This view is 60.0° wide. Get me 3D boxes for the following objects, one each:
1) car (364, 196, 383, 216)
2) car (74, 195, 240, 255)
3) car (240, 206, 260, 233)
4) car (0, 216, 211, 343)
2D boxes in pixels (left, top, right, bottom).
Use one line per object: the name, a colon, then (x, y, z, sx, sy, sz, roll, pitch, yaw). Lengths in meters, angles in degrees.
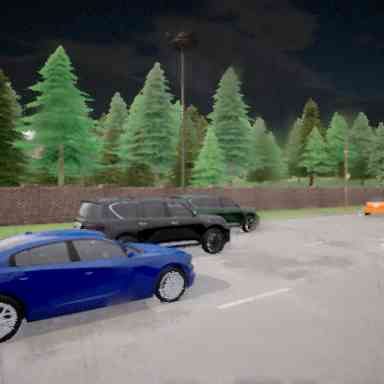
car: (16.949, 1.160, 28.768, 4.553, 1.767, 2.097, 0, 0, -36)
car: (-1.234, 1.186, 11.471, 5.566, 2.045, 2.150, 0, 0, -36)
car: (1.048, 1.153, 17.404, 5.566, 2.045, 2.150, 0, 0, -36)
car: (-2.242, 1.466, 6.448, 5.008, 1.535, 1.882, 0, 0, -36)
